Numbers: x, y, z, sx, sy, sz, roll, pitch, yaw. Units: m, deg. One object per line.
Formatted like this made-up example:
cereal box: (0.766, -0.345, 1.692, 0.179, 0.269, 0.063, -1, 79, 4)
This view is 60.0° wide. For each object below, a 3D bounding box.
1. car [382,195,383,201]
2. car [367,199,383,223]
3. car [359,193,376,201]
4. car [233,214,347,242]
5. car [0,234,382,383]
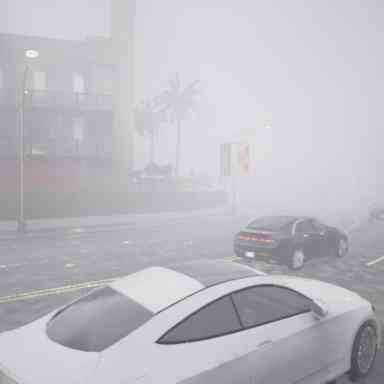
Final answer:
car: (43.982, 1.379, 72.815, 1.816, 1.474, 4.193, 0, 0, -14)
car: (14.350, 1.516, 25.132, 1.812, 1.442, 4.674, 0, 0, 27)
car: (36.605, 1.225, 70.992, 2.185, 1.767, 4.553, 0, 0, -14)
car: (3.389, 1.499, 10.929, 4.892, 1.490, 1.837, 0, 0, -43)
car: (0.325, 1.523, 3.770, 4.674, 1.442, 1.812, 0, 0, -37)
